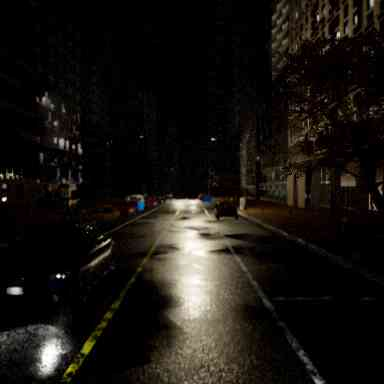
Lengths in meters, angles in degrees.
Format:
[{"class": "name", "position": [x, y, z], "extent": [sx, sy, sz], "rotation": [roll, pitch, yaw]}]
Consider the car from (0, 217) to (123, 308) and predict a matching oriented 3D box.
[{"class": "car", "position": [-3.084, 1.527, 7.799], "extent": [1.994, 1.385, 4.181], "rotation": [0, 0, 0]}]

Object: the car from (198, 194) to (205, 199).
[{"class": "car", "position": [2.731, 1.179, 94.483], "extent": [1.752, 1.417, 4.829], "rotation": [-1, 0, 0]}]

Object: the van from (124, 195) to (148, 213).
[{"class": "van", "position": [-5.687, 1.202, 32.441], "extent": [1.690, 1.788, 3.998], "rotation": [-1, 0, 0]}]

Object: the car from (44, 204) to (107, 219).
[{"class": "car", "position": [-5.693, 1.480, 15.567], "extent": [2.008, 1.369, 4.403], "rotation": [-1, 0, 0]}]

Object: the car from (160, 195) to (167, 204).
[{"class": "car", "position": [-5.671, 1.328, 54.943], "extent": [2.008, 1.369, 4.403], "rotation": [-1, 0, 0]}]

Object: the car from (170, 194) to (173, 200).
[{"class": "car", "position": [-5.655, 1.238, 83.067], "extent": [2.008, 1.369, 4.403], "rotation": [-1, 0, 0]}]

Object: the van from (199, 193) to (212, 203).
[{"class": "van", "position": [2.708, 1.099, 60.563], "extent": [1.690, 1.788, 3.998], "rotation": [-1, 0, 0]}]

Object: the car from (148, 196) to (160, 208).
[{"class": "car", "position": [-5.677, 1.362, 43.692], "extent": [1.887, 1.381, 4.507], "rotation": [-1, 0, 0]}]

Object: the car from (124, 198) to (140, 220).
[{"class": "car", "position": [-5.687, 1.427, 26.817], "extent": [1.887, 1.381, 4.507], "rotation": [-1, 0, 0]}]

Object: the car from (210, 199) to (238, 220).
[{"class": "car", "position": [2.694, 1.464, 26.813], "extent": [1.802, 1.307, 4.206], "rotation": [-1, 0, 0]}]

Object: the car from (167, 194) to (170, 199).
[{"class": "car", "position": [-5.668, 1.309, 60.567], "extent": [2.008, 1.369, 4.403], "rotation": [-1, 0, 0]}]

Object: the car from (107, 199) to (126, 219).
[{"class": "car", "position": [-5.690, 1.432, 21.023], "extent": [1.752, 1.417, 4.829], "rotation": [-1, 0, 0]}]
